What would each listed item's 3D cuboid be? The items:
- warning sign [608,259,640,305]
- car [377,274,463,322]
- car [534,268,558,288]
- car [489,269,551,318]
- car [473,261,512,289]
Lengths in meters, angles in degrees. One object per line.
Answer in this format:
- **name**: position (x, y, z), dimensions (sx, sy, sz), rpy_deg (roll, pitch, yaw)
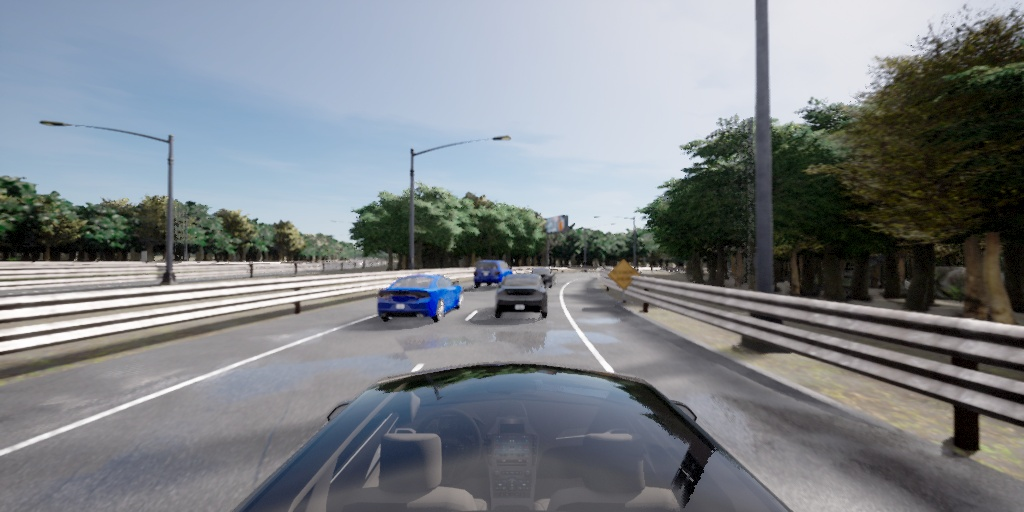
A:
- **warning sign**: position (4.622, 1.054, 14.813), dimensions (1.300, 1.860, 1.060), rpy_deg (0, 0, 5)
- **car**: position (-3.124, 1.395, 13.165), dimensions (1.882, 1.535, 5.008), rpy_deg (0, -1, 5)
- **car**: position (2.416, 1.688, 28.256), dimensions (1.837, 1.490, 4.892), rpy_deg (0, -1, 12)
- **car**: position (0.470, 1.434, 13.995), dimensions (1.837, 1.490, 4.892), rpy_deg (0, -1, 5)
- **car**: position (-1.306, 1.395, 27.621), dimensions (2.150, 2.045, 5.566), rpy_deg (0, -1, 11)
